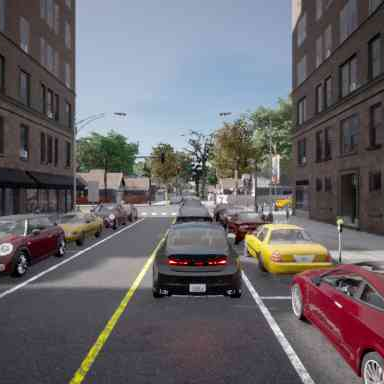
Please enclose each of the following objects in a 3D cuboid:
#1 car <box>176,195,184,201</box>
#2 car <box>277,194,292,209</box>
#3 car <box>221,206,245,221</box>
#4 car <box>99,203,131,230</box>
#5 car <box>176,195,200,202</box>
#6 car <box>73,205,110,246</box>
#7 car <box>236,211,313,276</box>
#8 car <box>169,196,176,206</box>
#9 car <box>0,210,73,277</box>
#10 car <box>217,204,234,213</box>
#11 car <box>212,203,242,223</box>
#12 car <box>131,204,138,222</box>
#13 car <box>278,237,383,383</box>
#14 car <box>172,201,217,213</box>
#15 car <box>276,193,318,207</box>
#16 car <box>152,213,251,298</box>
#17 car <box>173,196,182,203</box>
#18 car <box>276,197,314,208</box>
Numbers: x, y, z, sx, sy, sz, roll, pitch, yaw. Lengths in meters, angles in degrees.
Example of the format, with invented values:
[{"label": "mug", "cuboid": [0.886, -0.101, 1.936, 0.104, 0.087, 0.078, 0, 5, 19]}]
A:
[{"label": "car", "cuboid": [-3.003, 1.593, 84.861, 1.837, 1.490, 4.892, 0, 0, 0]}, {"label": "car", "cuboid": [13.526, 1.411, 42.729, 5.008, 1.535, 1.882, 0, 0, 0]}, {"label": "car", "cuboid": [2.648, 1.550, 15.494, 1.887, 1.381, 4.507, 0, 0, 0]}, {"label": "car", "cuboid": [-5.373, 1.448, 21.017, 1.967, 1.590, 4.097, 0, 0, 0]}, {"label": "car", "cuboid": [0.022, 1.364, 27.034, 2.097, 1.767, 4.553, 0, 0, 0]}, {"label": "car", "cuboid": [-5.378, 1.530, 15.328, 1.752, 1.417, 4.829, 0, 0, 0]}, {"label": "car", "cuboid": [2.643, 1.528, 10.146, 1.752, 1.417, 4.829, 0, 0, 0]}, {"label": "car", "cuboid": [-2.800, 1.567, 55.589, 1.812, 1.442, 4.674, 0, 0, -4]}, {"label": "car", "cuboid": [-5.382, 1.442, 9.980, 1.967, 1.590, 4.097, 0, 0, 0]}, {"label": "car", "cuboid": [2.653, 1.590, 21.012, 1.802, 1.307, 4.206, 0, 0, 0]}, {"label": "car", "cuboid": [2.658, 1.577, 26.531, 1.947, 1.339, 4.313, 0, 0, 0]}, {"label": "car", "cuboid": [-5.368, 1.593, 26.536, 1.802, 1.307, 4.206, 0, 0, 0]}, {"label": "car", "cuboid": [2.638, 1.582, 4.457, 1.802, 1.307, 4.206, 0, 0, 0]}, {"label": "car", "cuboid": [0.113, 1.484, 17.979, 1.882, 1.535, 5.008, 0, 0, 0]}, {"label": "car", "cuboid": [15.497, 1.146, 49.491, 5.566, 2.045, 2.150, 0, 0, 0]}, {"label": "car", "cuboid": [0.108, 1.507, 8.495, 1.837, 1.490, 4.892, 0, 0, 0]}, {"label": "car", "cuboid": [-2.977, 1.590, 70.069, 1.812, 1.442, 4.674, 0, 0, 0]}, {"label": "car", "cuboid": [14.292, 1.455, 46.245, 4.674, 1.442, 1.812, 0, 0, -2]}]
